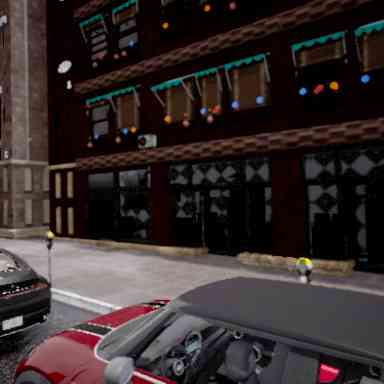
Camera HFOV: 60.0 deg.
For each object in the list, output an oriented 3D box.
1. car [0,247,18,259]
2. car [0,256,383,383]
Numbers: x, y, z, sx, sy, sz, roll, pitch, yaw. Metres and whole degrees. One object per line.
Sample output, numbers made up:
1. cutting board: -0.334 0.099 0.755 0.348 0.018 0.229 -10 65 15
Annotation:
1. car: -4.278 1.624 5.942 4.403 1.369 2.008 -1 -1 36
2. car: 0.331 1.453 2.655 4.097 1.590 1.967 -1 -1 36
